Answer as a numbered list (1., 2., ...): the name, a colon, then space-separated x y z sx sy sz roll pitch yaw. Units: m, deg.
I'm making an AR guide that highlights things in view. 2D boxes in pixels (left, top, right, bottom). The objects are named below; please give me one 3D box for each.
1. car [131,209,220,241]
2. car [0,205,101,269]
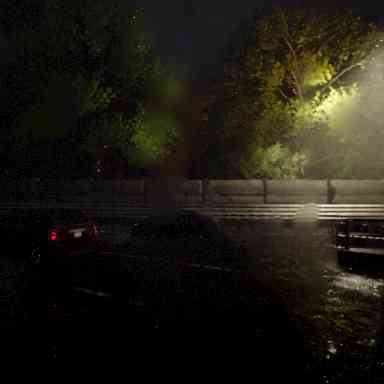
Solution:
1. car: -0.753 1.507 15.965 4.181 1.385 1.994 0 0 4
2. car: -5.267 1.295 11.075 4.553 1.767 2.097 0 0 30
